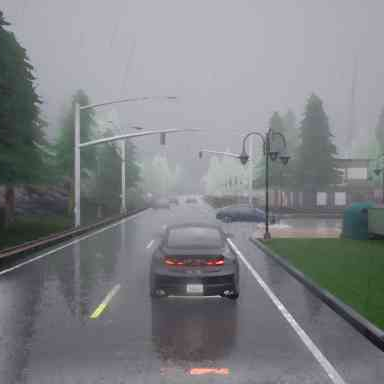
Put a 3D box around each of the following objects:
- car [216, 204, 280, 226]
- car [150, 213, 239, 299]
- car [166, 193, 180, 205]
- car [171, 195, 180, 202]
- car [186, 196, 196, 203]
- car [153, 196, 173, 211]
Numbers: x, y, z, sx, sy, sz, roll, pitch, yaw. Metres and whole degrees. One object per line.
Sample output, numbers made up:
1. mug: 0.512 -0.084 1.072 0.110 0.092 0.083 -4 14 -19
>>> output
1. car: 4.022 1.633 24.266 4.674 1.442 1.812 1 0 15
2. car: 0.055 1.505 8.456 1.837 1.490 4.892 0 0 0
3. car: -3.711 1.217 58.882 2.150 2.045 5.566 0 1 0
4. car: -3.664 1.474 74.525 1.812 1.442 4.674 0 0 0
5. car: -0.147 1.564 66.664 1.994 1.385 4.181 0 0 0
6. car: -3.690 1.526 41.524 1.812 1.442 4.674 0 0 0
